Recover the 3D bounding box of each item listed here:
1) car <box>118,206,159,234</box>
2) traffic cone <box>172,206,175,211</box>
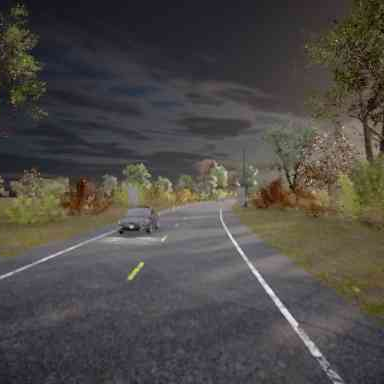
[{"bbox_3d":[-3.144,1.673,20.343,1.837,1.490,4.892,0,-1,3],"label":"car"},{"bbox_3d":[-2.640,2.330,47.160,0.340,0.580,0.340,0,0,5],"label":"traffic cone"}]
